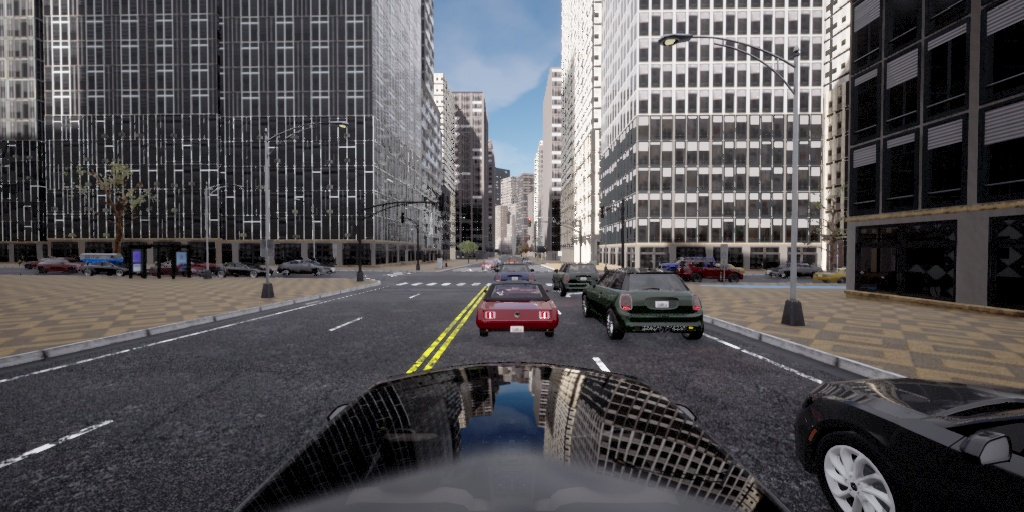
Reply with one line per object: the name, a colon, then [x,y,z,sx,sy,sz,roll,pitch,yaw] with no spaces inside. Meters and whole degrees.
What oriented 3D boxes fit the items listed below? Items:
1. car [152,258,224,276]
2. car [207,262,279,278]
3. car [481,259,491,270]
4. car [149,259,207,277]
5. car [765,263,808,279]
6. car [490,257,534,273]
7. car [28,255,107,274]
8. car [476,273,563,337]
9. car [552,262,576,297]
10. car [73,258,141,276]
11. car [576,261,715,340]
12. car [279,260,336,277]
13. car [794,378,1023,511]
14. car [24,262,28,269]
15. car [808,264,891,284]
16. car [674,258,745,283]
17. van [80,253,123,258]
car: [-29.896,0.976,33.200,5.008,1.535,1.882,1,1,1]
car: [-22.674,1.174,30.330,4.313,1.339,1.948,0,0,1]
car: [-3.229,1.241,50.698,1.812,1.442,4.674,0,0,0]
car: [-28.357,1.138,30.475,4.207,1.307,1.802,0,0,1]
car: [27.699,1.452,35.273,4.902,1.511,2.128,0,1,1]
car: [0.135,1.092,19.223,2.097,1.767,4.553,0,0,0]
car: [-41.411,0.919,33.469,4.674,1.442,1.812,0,1,2]
car: [0.115,1.347,10.229,1.895,1.301,4.718,0,0,0]
car: [3.384,1.093,19.070,2.097,1.767,4.553,0,0,0]
car: [-34.038,1.070,30.660,4.313,1.339,1.948,0,0,1]
car: [3.359,1.098,10.133,2.097,1.767,4.553,0,0,0]
car: [-18.816,1.092,32.951,4.902,1.511,2.128,0,1,1]
car: [3.343,1.255,1.078,1.837,1.490,4.892,0,0,0]
car: [-50.893,0.794,39.471,4.207,1.307,1.802,0,0,1]
car: [27.698,1.579,29.500,4.829,1.417,1.751,0,0,1]
car: [16.250,1.269,29.721,5.009,1.841,2.192,0,0,1]
van: [-45.211,0.605,39.344,3.998,1.789,1.690,0,0,1]
